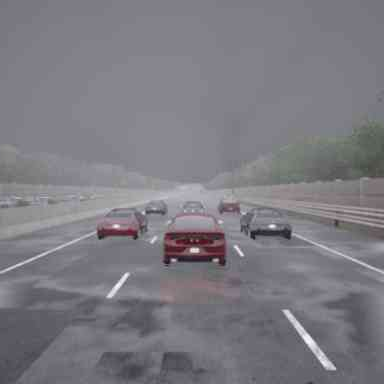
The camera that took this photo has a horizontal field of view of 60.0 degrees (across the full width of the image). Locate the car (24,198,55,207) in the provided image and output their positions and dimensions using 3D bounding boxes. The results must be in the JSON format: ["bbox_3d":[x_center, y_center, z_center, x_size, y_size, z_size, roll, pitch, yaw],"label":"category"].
[{"bbox_3d":[-17.580,1.462,39.481,1.994,1.385,4.181,0,0,0],"label":"car"}]

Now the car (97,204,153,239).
[{"bbox_3d":[-3.402,1.508,16.968,1.994,1.385,4.181,0,0,0],"label":"car"}]

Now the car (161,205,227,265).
[{"bbox_3d":[0.086,1.436,11.567,1.882,1.535,5.008,0,0,0],"label":"car"}]

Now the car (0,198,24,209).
[{"bbox_3d":[-21.079,1.462,39.496,1.994,1.385,4.181,0,0,0],"label":"car"}]

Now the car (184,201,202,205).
[{"bbox_3d":[0.093,1.470,27.026,2.033,1.411,5.357,0,0,0],"label":"car"}]

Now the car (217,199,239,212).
[{"bbox_3d":[3.604,1.387,33.326,1.882,1.535,5.008,0,0,0],"label":"car"}]

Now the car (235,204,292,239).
[{"bbox_3d":[3.597,1.508,16.900,1.994,1.385,4.181,0,0,0],"label":"car"}]

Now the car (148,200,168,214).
[{"bbox_3d":[-3.398,1.476,32.270,1.994,1.385,4.181,0,0,0],"label":"car"}]

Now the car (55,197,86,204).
[{"bbox_3d":[-14.080,1.389,39.968,2.128,1.511,4.902,0,0,0],"label":"car"}]
